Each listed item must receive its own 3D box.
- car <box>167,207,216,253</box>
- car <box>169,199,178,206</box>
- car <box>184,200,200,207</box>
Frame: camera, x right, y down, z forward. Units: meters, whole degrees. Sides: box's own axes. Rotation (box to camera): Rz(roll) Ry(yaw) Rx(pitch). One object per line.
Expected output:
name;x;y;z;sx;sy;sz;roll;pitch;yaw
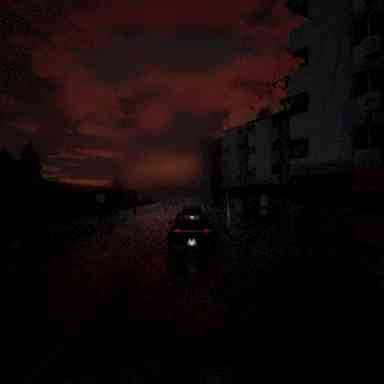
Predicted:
car;0.000;1.627;14.287;2.128;1.511;4.902;0;0;0
car;-4.018;2.268;72.162;1.895;1.301;4.718;0;-1;0
car;-0.004;1.783;29.296;1.837;1.490;4.892;0;0;0
